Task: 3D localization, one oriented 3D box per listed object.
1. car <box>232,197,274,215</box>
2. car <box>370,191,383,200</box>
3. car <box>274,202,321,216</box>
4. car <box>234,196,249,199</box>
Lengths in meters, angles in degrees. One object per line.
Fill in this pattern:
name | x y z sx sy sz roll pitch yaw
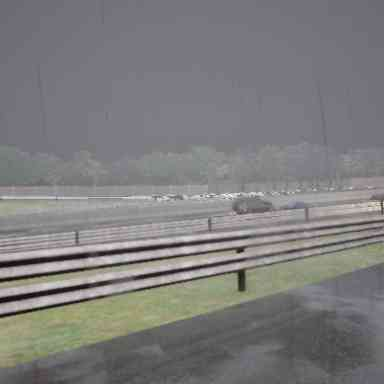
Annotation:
car | 7.585 1.854 39.134 4.553 1.767 2.097 -4 2 -24
car | 31.069 0.592 53.274 5.357 1.411 2.033 -3 2 -24
car | 12.145 1.826 37.315 5.008 1.535 1.882 -3 2 -24
car | 7.790 1.590 43.046 5.566 2.045 2.150 -4 2 -24
